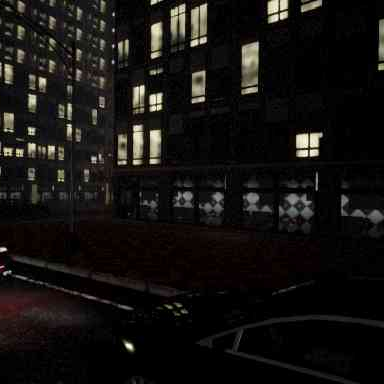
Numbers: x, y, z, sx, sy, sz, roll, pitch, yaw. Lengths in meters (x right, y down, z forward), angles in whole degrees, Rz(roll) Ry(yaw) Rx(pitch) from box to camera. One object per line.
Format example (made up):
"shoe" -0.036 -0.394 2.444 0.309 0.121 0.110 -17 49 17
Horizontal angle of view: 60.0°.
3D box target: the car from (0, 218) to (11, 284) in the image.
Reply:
"car" -6.356 1.487 8.188 4.902 1.511 2.128 0 0 36

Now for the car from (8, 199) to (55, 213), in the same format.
"car" -19.166 1.642 39.915 1.752 1.417 4.829 1 0 36

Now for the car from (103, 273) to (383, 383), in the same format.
"car" 1.327 1.491 2.734 4.902 1.511 2.128 0 0 35

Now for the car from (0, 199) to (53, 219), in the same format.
"car" -15.653 1.519 30.546 2.192 1.841 5.009 1 0 36

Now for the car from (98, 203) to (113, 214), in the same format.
"car" -8.870 1.829 39.768 1.752 1.417 4.829 1 0 36
